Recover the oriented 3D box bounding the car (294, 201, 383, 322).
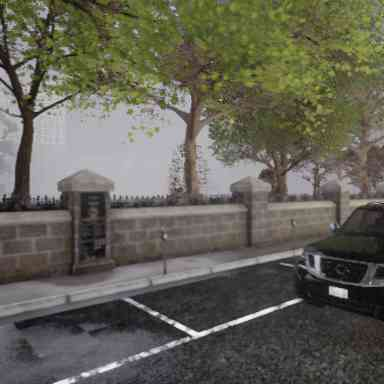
[{"bbox_3d":[4.475,1.231,7.004,5.566,2.045,2.150,0,0,-39],"label":"car"}]
